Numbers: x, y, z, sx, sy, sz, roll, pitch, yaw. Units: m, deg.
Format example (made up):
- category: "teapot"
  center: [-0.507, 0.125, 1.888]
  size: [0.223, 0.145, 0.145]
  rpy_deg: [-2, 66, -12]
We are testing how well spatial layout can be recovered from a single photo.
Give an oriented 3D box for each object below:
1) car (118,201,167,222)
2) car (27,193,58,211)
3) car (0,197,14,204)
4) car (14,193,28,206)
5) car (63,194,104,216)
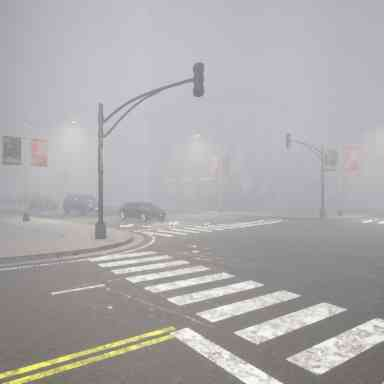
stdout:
- category: "car"
  center: [-4.004, 1.495, 26.439]
  size: [1.837, 1.490, 4.892]
  rpy_deg: [0, 0, -44]
- category: "car"
  center: [-18.120, 1.333, 40.576]
  size: [2.097, 1.767, 4.553]
  rpy_deg: [0, 0, -45]
- category: "car"
  center: [-33.655, 1.532, 60.987]
  size: [1.994, 1.385, 4.181]
  rpy_deg: [0, 0, -45]
- category: "car"
  center: [-26.069, 1.196, 53.400]
  size: [5.566, 2.045, 2.150]
  rpy_deg: [0, 0, 45]
- category: "car"
  center: [-11.022, 1.207, 33.463]
  size: [2.150, 2.045, 5.566]
  rpy_deg: [0, 0, -45]
